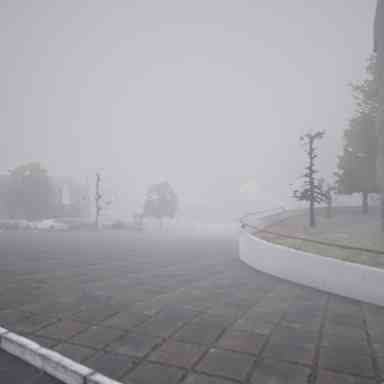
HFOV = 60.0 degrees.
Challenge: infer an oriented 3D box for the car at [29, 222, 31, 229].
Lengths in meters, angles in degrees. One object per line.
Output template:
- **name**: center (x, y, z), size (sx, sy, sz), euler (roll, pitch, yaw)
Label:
- **car**: center (-19.031, 4.492, 44.943), size (1.812, 1.442, 4.674), euler (-1, -6, 24)

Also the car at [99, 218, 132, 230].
- **car**: center (-13.244, 5.782, 57.674), size (2.128, 1.511, 4.902), euler (-1, -6, 24)

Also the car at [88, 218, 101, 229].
- **car**: center (-18.948, 5.652, 57.606), size (4.892, 1.521, 2.231), euler (0, -5, 5)

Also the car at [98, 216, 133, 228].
- **car**: center (-15.209, 6.254, 65.833), size (5.566, 2.045, 2.435), euler (0, -6, 5)

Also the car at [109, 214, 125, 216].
- **car**: center (-20.557, 7.800, 90.641), size (2.185, 1.767, 4.553), euler (0, 1, 10)

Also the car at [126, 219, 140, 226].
- **car**: center (-15.437, 8.021, 87.535), size (2.163, 1.488, 4.792), euler (1, 1, 9)

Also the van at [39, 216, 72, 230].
- **van**: center (-21.350, 4.857, 52.154), size (4.442, 1.987, 1.878), euler (0, -6, 5)

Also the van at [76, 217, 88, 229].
- **van**: center (-20.093, 5.143, 54.894), size (4.442, 1.987, 1.878), euler (0, -6, 5)

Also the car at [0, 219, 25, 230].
- **car**: center (-25.231, 4.267, 43.917), size (4.674, 1.452, 2.002), euler (0, -5, 4)

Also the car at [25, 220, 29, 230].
- **car**: center (-23.988, 4.552, 46.664), size (4.674, 1.452, 2.002), euler (0, -6, 5)

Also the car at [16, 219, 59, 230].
- **car**: center (-22.912, 4.794, 49.416), size (5.366, 1.575, 1.946), euler (0, -5, 5)

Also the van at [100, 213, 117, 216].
- **van**: center (-23.139, 7.668, 92.310), size (1.878, 1.987, 4.442), euler (0, 1, 10)

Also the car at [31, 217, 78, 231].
- **car**: center (-16.725, 4.133, 40.639), size (1.812, 1.442, 4.674), euler (-1, -6, 24)
